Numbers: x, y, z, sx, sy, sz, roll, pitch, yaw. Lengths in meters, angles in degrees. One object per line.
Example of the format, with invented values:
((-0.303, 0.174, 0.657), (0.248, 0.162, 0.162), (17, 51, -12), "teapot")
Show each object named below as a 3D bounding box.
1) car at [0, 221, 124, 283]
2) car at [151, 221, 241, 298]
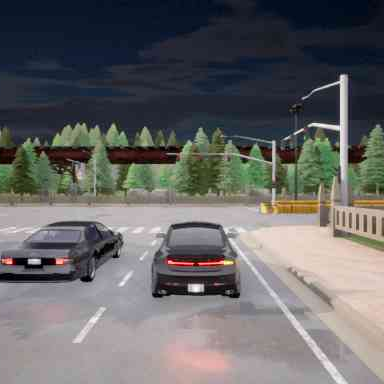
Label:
((-3.385, 1.547, 9.682), (2.033, 1.411, 5.357), (0, 0, 0), "car")
((0.101, 1.505, 8.492), (1.837, 1.490, 4.892), (0, 0, 1), "car")
